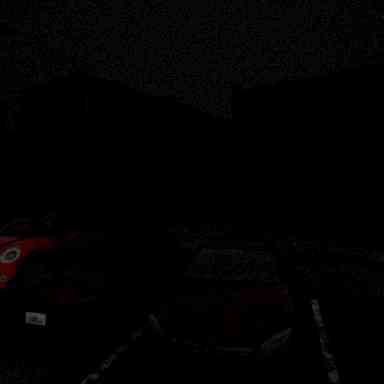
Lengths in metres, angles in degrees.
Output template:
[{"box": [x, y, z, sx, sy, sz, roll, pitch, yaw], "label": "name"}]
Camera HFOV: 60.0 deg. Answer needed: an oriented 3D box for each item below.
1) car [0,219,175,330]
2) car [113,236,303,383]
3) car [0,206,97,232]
[{"box": [-1.674, 1.511, 7.258, 2.163, 1.488, 4.792, 1, -1, 16], "label": "car"}, {"box": [0.775, 1.524, 5.539, 2.002, 1.452, 4.674, 1, -1, 16], "label": "car"}, {"box": [-4.093, 1.356, 9.067, 2.185, 1.767, 4.553, 1, -1, 16], "label": "car"}]
